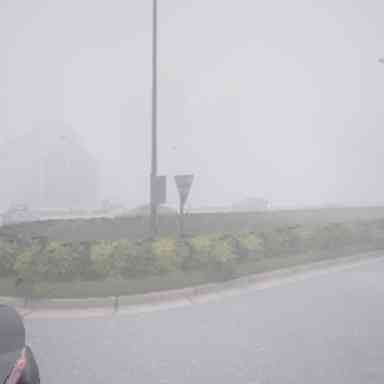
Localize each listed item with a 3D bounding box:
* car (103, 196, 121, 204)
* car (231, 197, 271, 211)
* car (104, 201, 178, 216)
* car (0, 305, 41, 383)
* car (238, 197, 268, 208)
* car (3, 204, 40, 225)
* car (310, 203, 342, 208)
[{"bbox_3d":[-9.623,1.401,40.829,1.905,1.878,3.866,0,0,-36],"label":"car"},{"bbox_3d":[6.409,1.455,36.087,1.932,1.855,4.605,0,0,-36],"label":"car"},{"bbox_3d":[-3.216,1.563,22.924,4.892,1.490,1.837,0,0,-36],"label":"car"},{"bbox_3d":[-3.394,1.481,1.567,4.902,1.511,2.128,0,0,-36],"label":"car"},{"bbox_3d":[9.967,1.702,55.045,2.242,1.667,4.611,0,0,-36],"label":"car"},{"bbox_3d":[-11.680,1.541,22.738,1.784,1.438,3.905,0,0,-36],"label":"car"},{"bbox_3d":[14.007,1.778,34.534,4.718,1.301,1.895,0,0,-16],"label":"car"}]
